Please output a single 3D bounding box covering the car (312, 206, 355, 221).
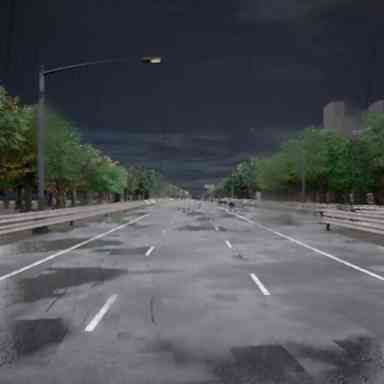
[{"bbox_3d":[12.987,1.918,29.598,1.895,1.301,4.718,1,-1,-22],"label":"car"}]

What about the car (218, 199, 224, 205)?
[{"bbox_3d":[6.975,2.256,75.870,1.882,1.535,5.008,0,-1,0],"label":"car"}]

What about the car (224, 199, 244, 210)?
[{"bbox_3d":[7.328,2.060,55.539,2.128,1.511,4.902,0,-1,-7],"label":"car"}]
